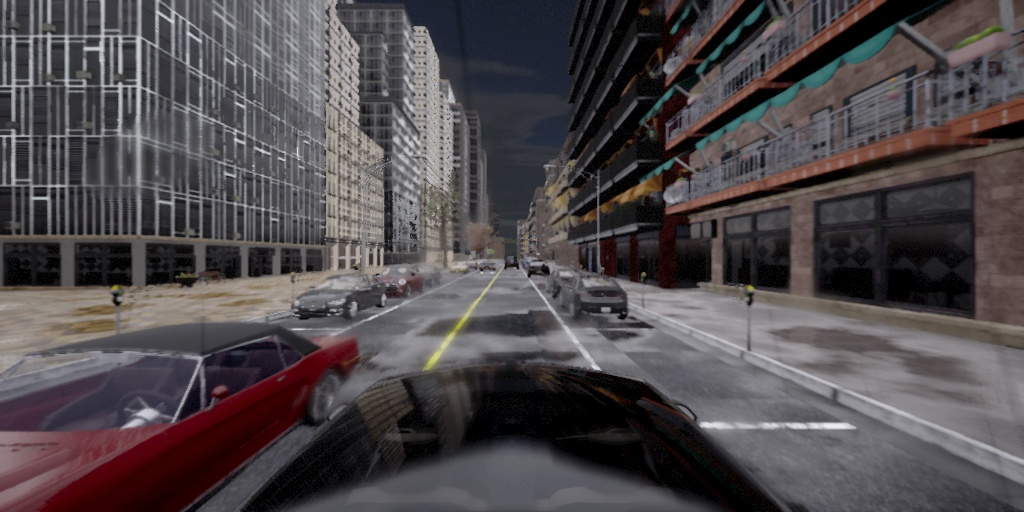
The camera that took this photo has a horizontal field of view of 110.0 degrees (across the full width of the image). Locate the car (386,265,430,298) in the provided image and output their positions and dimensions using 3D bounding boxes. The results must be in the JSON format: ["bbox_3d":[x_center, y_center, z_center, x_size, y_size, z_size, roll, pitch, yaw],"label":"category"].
[{"bbox_3d":[-5.702,1.179,17.961,1.967,1.591,4.097,0,0,0],"label":"car"}]

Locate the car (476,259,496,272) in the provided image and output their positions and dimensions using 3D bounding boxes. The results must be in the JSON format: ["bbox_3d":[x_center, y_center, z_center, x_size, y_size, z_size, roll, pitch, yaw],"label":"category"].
[{"bbox_3d":[-3.105,1.296,46.090,1.994,1.385,4.181,0,0,0],"label":"car"}]

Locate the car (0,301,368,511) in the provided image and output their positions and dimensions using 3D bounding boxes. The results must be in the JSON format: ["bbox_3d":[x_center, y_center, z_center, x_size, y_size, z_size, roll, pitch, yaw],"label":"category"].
[{"bbox_3d":[-3.103,1.350,2.925,1.895,1.301,4.718,0,0,0],"label":"car"}]

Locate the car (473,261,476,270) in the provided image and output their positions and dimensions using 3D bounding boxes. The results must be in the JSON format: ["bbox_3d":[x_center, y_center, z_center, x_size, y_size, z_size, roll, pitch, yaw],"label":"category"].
[{"bbox_3d":[-5.723,1.314,51.156,1.802,1.307,4.207,0,0,0],"label":"car"}]

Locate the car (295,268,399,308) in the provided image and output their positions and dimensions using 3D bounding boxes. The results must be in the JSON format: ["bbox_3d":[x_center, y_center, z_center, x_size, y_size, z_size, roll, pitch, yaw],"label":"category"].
[{"bbox_3d":[-5.699,1.293,12.428,2.007,1.370,4.403,0,0,0],"label":"car"}]

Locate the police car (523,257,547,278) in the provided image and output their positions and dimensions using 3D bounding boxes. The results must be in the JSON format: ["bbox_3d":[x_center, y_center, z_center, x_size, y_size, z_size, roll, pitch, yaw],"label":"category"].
[{"bbox_3d":[2.345,1.157,33.341,1.930,1.638,5.238,0,0,0],"label":"police car"}]

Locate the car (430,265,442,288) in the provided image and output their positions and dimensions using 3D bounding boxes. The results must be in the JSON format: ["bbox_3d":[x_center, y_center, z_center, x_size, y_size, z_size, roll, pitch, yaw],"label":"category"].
[{"bbox_3d":[-5.706,1.286,23.492,2.007,1.370,4.403,0,0,0],"label":"car"}]

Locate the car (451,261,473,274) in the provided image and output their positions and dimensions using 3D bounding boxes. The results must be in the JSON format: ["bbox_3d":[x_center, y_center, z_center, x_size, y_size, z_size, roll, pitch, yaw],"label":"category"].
[{"bbox_3d":[-5.716,1.257,39.920,1.751,1.417,4.829,0,0,0],"label":"car"}]

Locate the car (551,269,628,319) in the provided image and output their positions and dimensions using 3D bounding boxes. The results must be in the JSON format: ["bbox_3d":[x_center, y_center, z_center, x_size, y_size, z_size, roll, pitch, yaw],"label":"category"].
[{"bbox_3d":[2.682,1.293,12.433,2.007,1.370,4.403,0,0,0],"label":"car"}]

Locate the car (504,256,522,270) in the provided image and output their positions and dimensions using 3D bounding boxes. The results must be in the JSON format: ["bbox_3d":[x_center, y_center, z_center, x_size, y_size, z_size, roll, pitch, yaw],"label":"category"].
[{"bbox_3d":[-0.032,0.955,52.619,2.150,2.045,5.566,0,0,0],"label":"car"}]

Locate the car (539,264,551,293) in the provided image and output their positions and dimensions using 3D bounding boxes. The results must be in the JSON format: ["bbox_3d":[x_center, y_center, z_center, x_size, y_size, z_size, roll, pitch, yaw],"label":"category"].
[{"bbox_3d":[2.678,1.290,17.966,2.007,1.370,4.403,0,0,0],"label":"car"}]
